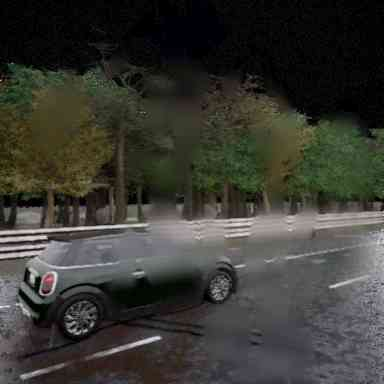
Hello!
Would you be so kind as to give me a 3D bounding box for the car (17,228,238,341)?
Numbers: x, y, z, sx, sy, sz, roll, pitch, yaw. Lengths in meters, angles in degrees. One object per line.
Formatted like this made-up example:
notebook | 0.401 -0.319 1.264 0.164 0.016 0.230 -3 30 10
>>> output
car | -1.131 1.584 7.202 4.553 1.767 2.097 1 -2 -37
